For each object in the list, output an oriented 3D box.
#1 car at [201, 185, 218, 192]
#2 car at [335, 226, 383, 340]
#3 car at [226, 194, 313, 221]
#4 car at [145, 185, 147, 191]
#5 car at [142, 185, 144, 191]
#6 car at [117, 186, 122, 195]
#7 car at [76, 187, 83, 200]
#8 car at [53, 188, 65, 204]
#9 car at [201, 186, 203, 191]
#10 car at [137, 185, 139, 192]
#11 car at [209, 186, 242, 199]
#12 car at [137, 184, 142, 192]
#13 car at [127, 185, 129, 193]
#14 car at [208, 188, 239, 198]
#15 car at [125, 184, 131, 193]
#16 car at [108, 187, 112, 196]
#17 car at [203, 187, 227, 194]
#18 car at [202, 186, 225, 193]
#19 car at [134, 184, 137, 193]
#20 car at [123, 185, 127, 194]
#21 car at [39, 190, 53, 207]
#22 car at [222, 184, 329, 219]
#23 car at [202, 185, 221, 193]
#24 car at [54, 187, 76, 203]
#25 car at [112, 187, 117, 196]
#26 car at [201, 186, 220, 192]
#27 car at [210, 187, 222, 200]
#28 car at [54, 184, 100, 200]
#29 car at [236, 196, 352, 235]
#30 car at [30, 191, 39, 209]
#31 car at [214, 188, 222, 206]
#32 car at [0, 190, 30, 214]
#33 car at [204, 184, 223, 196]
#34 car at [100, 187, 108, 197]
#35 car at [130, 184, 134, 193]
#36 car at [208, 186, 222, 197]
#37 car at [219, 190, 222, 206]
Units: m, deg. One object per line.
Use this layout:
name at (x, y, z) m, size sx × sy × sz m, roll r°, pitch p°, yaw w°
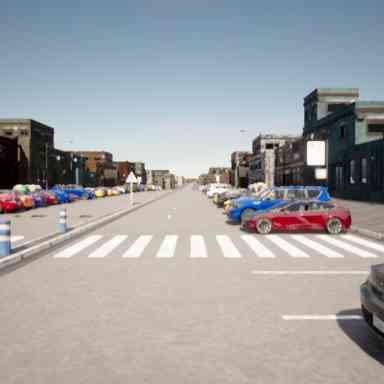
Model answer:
car at (4.883, -1.024, 93.069) m, size 4.553 × 1.767 × 2.185 m, roll 0°, pitch 1°, yaw 0°
car at (4.703, 1.356, 4.051) m, size 4.892 × 1.521 × 2.231 m, roll 0°, pitch 2°, yaw 0°
car at (4.703, 0.905, 20.722) m, size 4.892 × 1.521 × 2.231 m, roll 0°, pitch 2°, yaw 0°
car at (-15.514, -0.843, 90.672) m, size 5.008 × 1.535 × 2.097 m, roll 0°, pitch 1°, yaw 0°
car at (-15.555, -0.696, 85.158) m, size 4.792 × 1.488 × 2.163 m, roll 0°, pitch 1°, yaw 0°
car at (-15.372, -0.094, 57.594) m, size 5.366 × 1.575 × 1.946 m, roll 0°, pitch 1°, yaw 0°
car at (-15.550, 0.466, 38.298) m, size 4.674 × 1.452 × 2.002 m, roll 0°, pitch 2°, yaw 0°
car at (-15.541, 0.625, 32.785) m, size 4.674 × 1.452 × 2.002 m, roll 0°, pitch 2°, yaw 0°
car at (4.834, -0.270, 65.165) m, size 4.892 × 1.521 × 2.231 m, roll 0°, pitch 1°, yaw 0°
car at (-15.506, -0.518, 76.887) m, size 4.792 × 1.488 × 2.163 m, roll 0°, pitch 1°, yaw 0°
car at (4.809, 0.021, 48.528) m, size 4.553 × 1.767 × 2.185 m, roll 0°, pitch 1°, yaw 0°
car at (-15.560, -0.859, 79.639) m, size 5.566 × 2.045 × 2.435 m, roll 0°, pitch 1°, yaw 0°
car at (-15.546, -0.253, 65.827) m, size 4.674 × 1.452 × 2.002 m, roll 0°, pitch 1°, yaw 0°
car at (4.783, 0.112, 51.401) m, size 4.674 × 1.452 × 2.002 m, roll 0°, pitch 1°, yaw 0°
car at (-15.574, -0.330, 68.620) m, size 4.792 × 1.488 × 2.163 m, roll 0°, pitch 1°, yaw 0°
car at (-15.587, 0.080, 52.077) m, size 4.792 × 1.488 × 2.163 m, roll 0°, pitch 1°, yaw 0°
car at (4.875, -0.376, 70.848) m, size 4.792 × 1.488 × 2.163 m, roll 0°, pitch 1°, yaw 0°
car at (4.868, -0.534, 76.404) m, size 5.008 × 1.535 × 2.097 m, roll 0°, pitch 1°, yaw 0°
car at (-15.533, -0.486, 74.132) m, size 5.008 × 1.535 × 2.097 m, roll 0°, pitch 1°, yaw 0°
car at (-15.522, -0.198, 63.106) m, size 4.792 × 1.488 × 2.163 m, roll 0°, pitch 1°, yaw 0°
car at (-15.538, 0.710, 29.899) m, size 4.674 × 1.452 × 2.002 m, roll 0°, pitch 2°, yaw 0°
car at (4.681, 0.729, 17.937) m, size 5.566 × 2.045 × 2.435 m, roll 0°, pitch 2°, yaw 0°
car at (4.852, -0.784, 81.949) m, size 4.553 × 1.767 × 2.185 m, roll 0°, pitch 1°, yaw 0°
car at (-15.540, 0.505, 35.540) m, size 5.008 × 1.535 × 2.097 m, roll 0°, pitch 2°, yaw 0°
car at (-15.746, -0.024, 54.832) m, size 5.366 × 1.575 × 1.946 m, roll 0°, pitch 1°, yaw 0°
car at (4.903, -0.777, 87.392) m, size 4.892 × 1.521 × 2.231 m, roll 0°, pitch 1°, yaw 0°
car at (4.919, 0.518, 34.605) m, size 5.366 × 1.575 × 1.946 m, roll 0°, pitch 2°, yaw 0°
car at (-15.523, 0.021, 43.802) m, size 5.566 × 2.045 × 2.435 m, roll 0°, pitch 2°, yaw 0°
car at (4.681, 1.085, 15.166) m, size 4.792 × 1.488 × 2.163 m, roll 0°, pitch 2°, yaw 0°
car at (-15.508, 0.620, 27.267) m, size 4.553 × 1.767 × 2.185 m, roll 0°, pitch 2°, yaw 0°
car at (4.722, 0.671, 29.174) m, size 5.008 × 1.535 × 2.097 m, roll 0°, pitch 2°, yaw 0°
car at (-15.508, 0.574, 24.507) m, size 5.566 × 2.045 × 2.435 m, roll 0°, pitch 2°, yaw 0°
car at (4.796, -0.032, 45.712) m, size 5.566 × 2.045 × 2.435 m, roll 0°, pitch 1°, yaw 0°
car at (-15.742, 0.120, 49.319) m, size 5.366 × 1.575 × 1.946 m, roll 0°, pitch 2°, yaw 0°
car at (-15.510, -0.549, 71.372) m, size 4.553 × 1.767 × 2.185 m, roll 0°, pitch 1°, yaw 0°
car at (4.722, 0.398, 40.162) m, size 4.792 × 1.488 × 2.163 m, roll 0°, pitch 2°, yaw 0°
car at (4.715, 0.828, 23.501) m, size 5.008 × 1.535 × 2.097 m, roll 0°, pitch 2°, yaw 0°
